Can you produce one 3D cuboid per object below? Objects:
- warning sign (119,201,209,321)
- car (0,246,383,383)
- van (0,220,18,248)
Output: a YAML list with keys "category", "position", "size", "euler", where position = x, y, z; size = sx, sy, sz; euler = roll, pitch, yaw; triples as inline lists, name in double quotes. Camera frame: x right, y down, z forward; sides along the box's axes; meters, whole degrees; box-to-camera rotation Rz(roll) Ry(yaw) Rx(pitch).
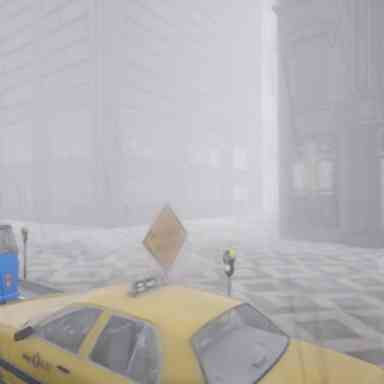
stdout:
- category: "warning sign"
  position: [-0.493, 1.124, 6.146]
  size: [1.060, 1.860, 1.300]
  euler: [0, 0, 36]
- category: "car"
  position: [-0.648, 1.531, 3.432]
  size: [4.829, 1.417, 1.752]
  euler: [0, 0, 36]
- category: "van"
  position: [-5.092, 1.360, 6.616]
  size: [3.998, 1.788, 1.690]
  euler: [0, 0, 36]
